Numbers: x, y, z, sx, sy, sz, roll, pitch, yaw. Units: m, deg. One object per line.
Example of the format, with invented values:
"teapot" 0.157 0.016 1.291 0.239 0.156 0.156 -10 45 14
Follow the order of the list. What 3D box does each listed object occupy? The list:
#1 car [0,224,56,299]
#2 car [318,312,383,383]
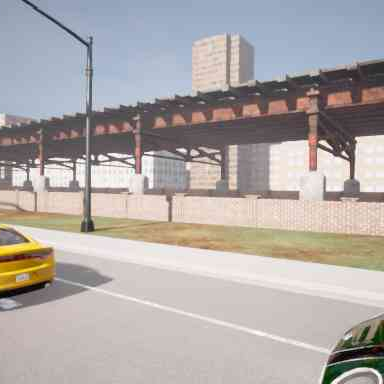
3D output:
"car" -5.218 1.452 7.721 5.008 1.535 1.882 0 0 36
"car" 3.065 1.353 1.805 4.553 1.767 2.097 0 0 36
